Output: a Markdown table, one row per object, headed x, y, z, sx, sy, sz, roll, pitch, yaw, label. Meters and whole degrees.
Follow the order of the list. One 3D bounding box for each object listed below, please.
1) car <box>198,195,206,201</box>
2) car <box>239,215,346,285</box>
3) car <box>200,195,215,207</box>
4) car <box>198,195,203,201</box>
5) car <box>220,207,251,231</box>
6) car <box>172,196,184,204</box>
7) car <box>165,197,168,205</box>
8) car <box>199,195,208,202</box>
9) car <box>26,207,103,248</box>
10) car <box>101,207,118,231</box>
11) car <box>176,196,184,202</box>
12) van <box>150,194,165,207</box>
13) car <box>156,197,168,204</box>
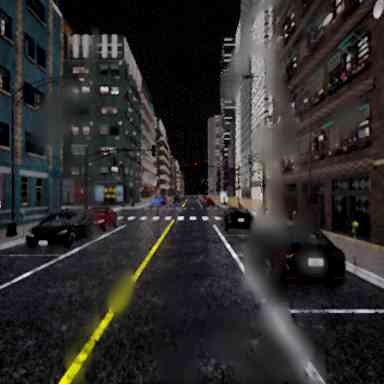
| x | y | z | sx | sy | sz | roll | pitch | yaw | label |
| --- | --- | --- | --- | --- | --- | --- | --- | --- | --- |
| 2.734 | 1.641 | 91.480 | 2.008 | 1.369 | 4.403 | 0 | 0 | 0 | car |
| 2.702 | 1.570 | 9.334 | 1.947 | 1.339 | 4.313 | 0 | 0 | 0 | car |
| 2.719 | 1.620 | 52.786 | 1.802 | 1.307 | 4.206 | 0 | 0 | 0 | car |
| 2.724 | 1.491 | 63.842 | 1.967 | 1.590 | 4.097 | 0 | 0 | 0 | car |
| 2.706 | 1.576 | 20.381 | 1.947 | 1.339 | 4.313 | 0 | 0 | 0 | car |
| -2.980 | 1.555 | 67.137 | 1.837 | 1.490 | 4.892 | 0 | 0 | 0 | car |
| -5.658 | 1.360 | 58.319 | 2.192 | 1.841 | 5.009 | 0 | 0 | 0 | car |
| 2.731 | 1.512 | 80.425 | 1.967 | 1.590 | 4.097 | 0 | 0 | 0 | car |
| -5.677 | 1.573 | 14.873 | 1.947 | 1.339 | 4.313 | 0 | 0 | 0 | car |
| -5.675 | 1.592 | 20.396 | 1.802 | 1.307 | 4.206 | 0 | 0 | 0 | car |
| -2.966 | 1.668 | 82.595 | 1.895 | 1.301 | 4.718 | 0 | 0 | 0 | car |
| -5.660 | 1.380 | 52.791 | 1.690 | 1.788 | 3.998 | 0 | 0 | 0 | van |
| -5.657 | 1.596 | 63.847 | 1.887 | 1.381 | 4.507 | 0 | 0 | 0 | car |
